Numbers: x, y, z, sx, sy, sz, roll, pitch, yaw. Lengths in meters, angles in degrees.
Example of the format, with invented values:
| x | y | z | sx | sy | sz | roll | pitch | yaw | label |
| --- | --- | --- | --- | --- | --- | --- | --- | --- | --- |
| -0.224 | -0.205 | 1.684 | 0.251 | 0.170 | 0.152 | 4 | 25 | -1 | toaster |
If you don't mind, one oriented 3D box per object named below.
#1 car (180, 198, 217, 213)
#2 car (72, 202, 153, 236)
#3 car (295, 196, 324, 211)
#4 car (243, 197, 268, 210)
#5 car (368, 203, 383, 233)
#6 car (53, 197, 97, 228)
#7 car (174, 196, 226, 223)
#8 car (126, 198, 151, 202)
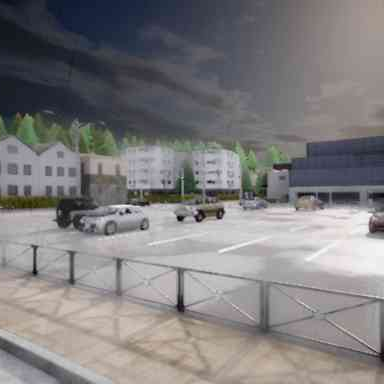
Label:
| x | y | z | sx | sy | sz | roll | pitch | yaw | label |
| --- | --- | --- | --- | --- | --- | --- | --- | --- | --- |
| 0.777 | 1.494 | 37.244 | 2.007 | 1.523 | 4.514 | -1 | 0 | 35 | car |
| -4.155 | 1.491 | 18.106 | 1.970 | 1.475 | 3.806 | -1 | 0 | 35 | car |
| 13.262 | 1.254 | 37.475 | 2.152 | 1.636 | 5.027 | -1 | 0 | 35 | car |
| 7.828 | 1.393 | 40.902 | 1.970 | 1.475 | 3.806 | -1 | 0 | 35 | car |
| 10.471 | 1.310 | 17.313 | 2.007 | 1.523 | 4.514 | -1 | 0 | 35 | car |
| -6.524 | 1.238 | 20.520 | 1.905 | 1.878 | 3.866 | -1 | 0 | 35 | car |
| 0.691 | 1.227 | 25.064 | 1.932 | 1.855 | 4.605 | -1 | 0 | 35 | car |
| -8.115 | 1.668 | 51.376 | 1.837 | 1.490 | 4.892 | -1 | 0 | 35 | car |
